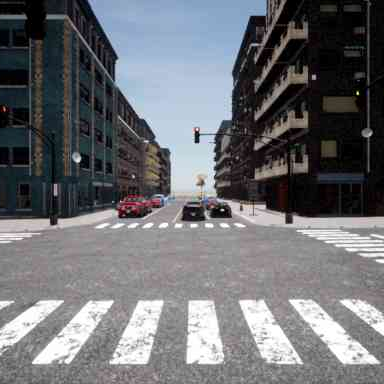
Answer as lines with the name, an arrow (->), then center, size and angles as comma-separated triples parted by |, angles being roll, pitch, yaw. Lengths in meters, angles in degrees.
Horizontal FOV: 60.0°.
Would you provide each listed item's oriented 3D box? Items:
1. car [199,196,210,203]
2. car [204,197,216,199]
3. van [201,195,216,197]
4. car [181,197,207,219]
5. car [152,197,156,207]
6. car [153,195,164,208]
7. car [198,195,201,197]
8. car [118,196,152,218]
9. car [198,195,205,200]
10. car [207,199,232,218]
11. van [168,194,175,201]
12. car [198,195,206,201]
car -> 2.579, 1.525, 69.063 | 2.008, 1.369, 4.403 | 0, 0, 0
car -> 2.574, 1.573, 41.303 | 1.802, 1.307, 4.206 | 0, 0, 0
van -> 2.575, 1.329, 46.855 | 1.690, 1.788, 3.998 | 0, 0, 0
car -> 0.110, 1.501, 28.758 | 1.837, 1.490, 4.892 | 0, 0, 1
car -> -5.308, 1.539, 35.752 | 1.887, 1.381, 4.507 | 0, 0, 0
car -> -5.305, 1.533, 46.856 | 1.887, 1.381, 4.507 | 0, 0, 0
car -> 2.577, 1.422, 57.959 | 1.967, 1.590, 4.097 | 0, 0, 0
car -> -5.308, 1.311, 30.200 | 2.192, 1.841, 5.009 | 0, 0, 0
car -> 2.582, 1.499, 91.272 | 1.887, 1.381, 4.507 | 0, 0, 0
car -> 2.572, 1.562, 30.199 | 1.947, 1.339, 4.313 | 0, 0, 0
van -> -5.298, 1.301, 85.720 | 1.690, 1.788, 3.998 | 0, 0, 0
car -> 2.581, 1.505, 85.719 | 1.887, 1.381, 4.507 | 0, 0, 0
